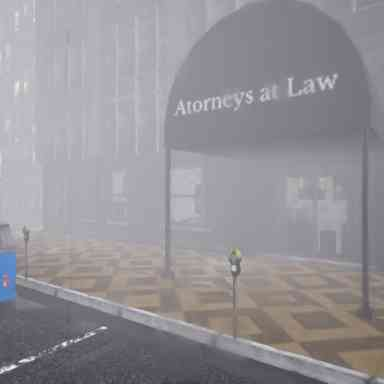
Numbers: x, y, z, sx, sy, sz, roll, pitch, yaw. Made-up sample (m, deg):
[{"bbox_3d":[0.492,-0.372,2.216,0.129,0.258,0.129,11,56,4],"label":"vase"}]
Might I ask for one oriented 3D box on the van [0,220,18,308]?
[{"bbox_3d":[-5.103,1.341,6.534,3.998,1.788,1.690,0,0,36],"label":"van"}]
